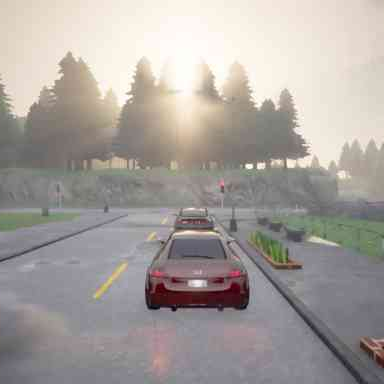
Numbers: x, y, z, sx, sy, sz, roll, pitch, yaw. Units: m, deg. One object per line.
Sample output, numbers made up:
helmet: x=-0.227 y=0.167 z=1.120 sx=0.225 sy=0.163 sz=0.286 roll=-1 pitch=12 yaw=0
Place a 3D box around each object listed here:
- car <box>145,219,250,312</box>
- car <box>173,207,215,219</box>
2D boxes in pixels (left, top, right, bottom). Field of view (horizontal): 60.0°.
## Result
car: x=0.096 y=1.564 z=7.809 sx=1.994 sy=1.385 sz=4.181 roll=0 pitch=0 yaw=0
car: x=0.091 y=1.505 z=16.721 sx=1.837 sy=1.490 sz=4.892 roll=0 pitch=0 yaw=0
